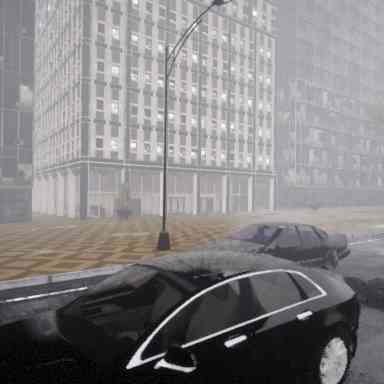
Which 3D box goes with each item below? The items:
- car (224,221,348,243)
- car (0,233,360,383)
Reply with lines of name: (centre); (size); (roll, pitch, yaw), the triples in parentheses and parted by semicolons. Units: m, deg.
car: (2.337, 1.550, 9.334); (5.357, 1.411, 2.033); (0, 0, -35)
car: (-0.075, 1.505, 3.628); (4.892, 1.490, 1.837); (0, 0, -35)
